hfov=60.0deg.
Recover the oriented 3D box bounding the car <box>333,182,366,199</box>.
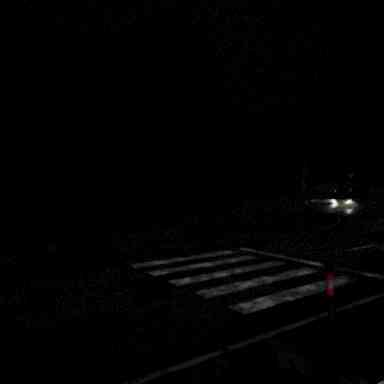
[{"bbox_3d":[17.478,-0.275,36.958,4.553,1.767,2.097,-6,4,-44],"label":"car"}]
